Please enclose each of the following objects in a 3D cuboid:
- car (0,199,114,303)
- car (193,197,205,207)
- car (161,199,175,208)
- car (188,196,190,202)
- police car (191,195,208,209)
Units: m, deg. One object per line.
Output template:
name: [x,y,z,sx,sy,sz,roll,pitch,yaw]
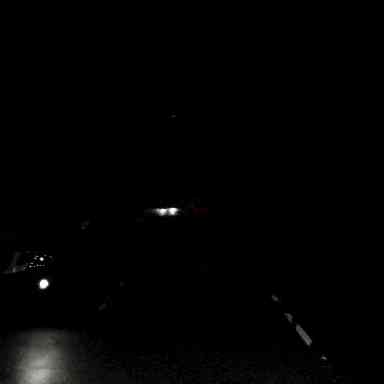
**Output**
car: [-3.587,1.231,8.552,2.150,2.045,5.566,0,0,0]
car: [1.121,1.616,55.736,1.812,1.442,4.674,0,0,0]
car: [-3.520,1.678,49.420,1.895,1.301,4.718,0,0,0]
car: [0.101,1.614,79.927,1.882,1.535,5.008,0,0,0]
police car: [1.108,1.496,45.845,1.930,1.638,5.238,0,0,0]
